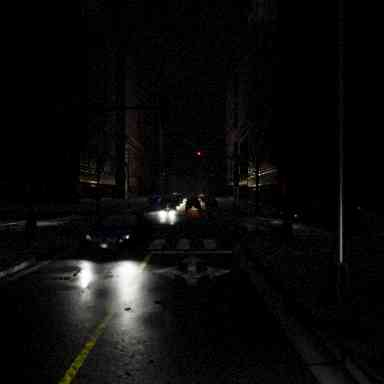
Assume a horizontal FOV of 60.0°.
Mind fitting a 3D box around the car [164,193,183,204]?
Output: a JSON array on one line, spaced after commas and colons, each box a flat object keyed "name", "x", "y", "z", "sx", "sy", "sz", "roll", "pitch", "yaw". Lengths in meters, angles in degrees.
[{"name": "car", "x": -2.854, "y": 1.426, "z": 52.053, "sx": 1.882, "sy": 1.535, "sz": 5.008, "roll": 0, "pitch": 0, "yaw": 0}]

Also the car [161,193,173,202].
[{"name": "car", "x": -5.482, "y": 1.218, "z": 72.729, "sx": 2.192, "sy": 1.841, "sz": 5.009, "roll": 0, "pitch": 0, "yaw": 0}]

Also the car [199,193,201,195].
[{"name": "car", "x": 3.080, "y": 1.432, "z": 78.324, "sx": 1.887, "sy": 1.381, "sz": 4.507, "roll": 0, "pitch": 0, "yaw": 0}]

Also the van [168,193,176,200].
[{"name": "van", "x": -5.369, "y": 1.194, "z": 89.675, "sx": 1.690, "sy": 1.788, "sz": 3.998, "roll": 0, "pitch": 0, "yaw": 0}]

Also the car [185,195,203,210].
[{"name": "car", "x": 0.161, "y": 1.469, "z": 41.881, "sx": 1.837, "sy": 1.490, "sz": 4.892, "roll": -1, "pitch": 0, "yaw": 1}]

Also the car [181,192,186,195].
[{"name": "car", "x": -2.769, "y": 1.282, "z": 61.798, "sx": 2.097, "sy": 1.767, "sz": 4.553, "roll": 0, "pitch": 0, "yaw": 1}]

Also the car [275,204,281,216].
[{"name": "car", "x": 10.200, "y": 1.386, "z": 29.348, "sx": 5.566, "sy": 2.045, "sz": 2.150, "roll": 1, "pitch": 0, "yaw": 0}]

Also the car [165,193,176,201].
[{"name": "car", "x": -5.406, "y": 1.186, "z": 84.026, "sx": 2.192, "sy": 1.841, "sz": 5.009, "roll": 0, "pitch": 0, "yaw": 0}]

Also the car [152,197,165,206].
[{"name": "car", "x": -5.596, "y": 1.524, "z": 55.784, "sx": 1.802, "sy": 1.307, "sz": 4.206, "roll": 0, "pitch": 0, "yaw": 0}]

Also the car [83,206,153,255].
[{"name": "car", "x": -2.762, "y": 1.520, "z": 13.429, "sx": 1.812, "sy": 1.442, "sz": 4.674, "roll": 0, "pitch": 0, "yaw": 5}]

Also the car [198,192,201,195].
[{"name": "car", "x": 3.192, "y": 1.416, "z": 95.271, "sx": 1.802, "sy": 1.307, "sz": 4.206, "roll": 0, "pitch": 0, "yaw": 0}]

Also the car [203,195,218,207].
[{"name": "car", "x": 2.892, "y": 1.518, "z": 50.079, "sx": 1.947, "sy": 1.339, "sz": 4.313, "roll": 0, "pitch": 0, "yaw": 0}]

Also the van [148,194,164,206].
[{"name": "van", "x": -5.633, "y": 1.293, "z": 50.134, "sx": 1.690, "sy": 1.788, "sz": 3.998, "roll": 0, "pitch": 0, "yaw": 0}]

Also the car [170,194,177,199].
[{"name": "car", "x": -5.332, "y": 1.379, "z": 95.324, "sx": 1.887, "sy": 1.381, "sz": 4.507, "roll": 0, "pitch": 0, "yaw": 0}]

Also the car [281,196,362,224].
[{"name": "car", "x": 10.264, "y": 1.371, "z": 25.984, "sx": 5.566, "sy": 2.045, "sz": 2.150, "roll": 0, "pitch": 0, "yaw": -2}]

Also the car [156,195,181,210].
[{"name": "car", "x": -2.917, "y": 1.455, "z": 42.614, "sx": 2.128, "sy": 1.511, "sz": 4.902, "roll": 0, "pitch": 0, "yaw": 1}]
